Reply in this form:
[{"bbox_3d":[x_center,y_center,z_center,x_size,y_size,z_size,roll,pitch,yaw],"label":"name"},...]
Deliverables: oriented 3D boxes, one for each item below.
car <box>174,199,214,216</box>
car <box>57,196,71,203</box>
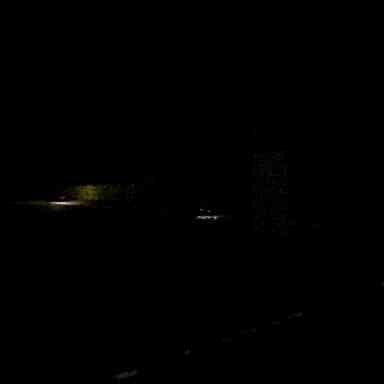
[{"bbox_3d":[0.112,1.491,31.711,1.837,1.490,4.892,-1,1,-36],"label":"car"},{"bbox_3d":[-26.849,1.559,69.453,1.994,1.385,4.181,-1,1,-35],"label":"car"}]
